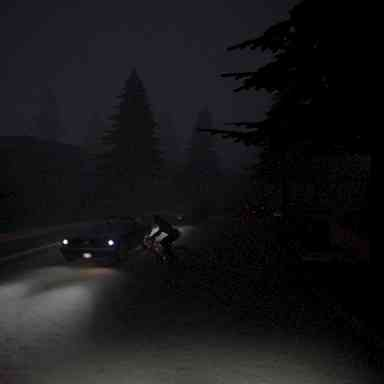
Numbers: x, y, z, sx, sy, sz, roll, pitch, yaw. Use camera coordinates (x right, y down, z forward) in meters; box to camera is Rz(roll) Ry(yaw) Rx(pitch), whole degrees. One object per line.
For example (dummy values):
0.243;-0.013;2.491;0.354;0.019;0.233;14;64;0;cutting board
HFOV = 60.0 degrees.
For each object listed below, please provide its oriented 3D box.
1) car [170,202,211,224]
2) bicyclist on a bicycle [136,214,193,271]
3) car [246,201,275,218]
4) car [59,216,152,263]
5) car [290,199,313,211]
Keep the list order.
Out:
-0.017;1.491;24.756;2.128;1.511;4.902;0;0;20;car
-0.809;1.452;9.395;1.656;1.620;0.582;-2;0;5;bicyclist on a bicycle
6.277;1.525;30.485;1.812;1.442;4.674;0;0;26;car
-2.894;1.601;12.189;1.895;1.301;4.718;0;0;7;car
13.463;1.547;41.686;2.033;1.411;5.357;0;0;39;car
